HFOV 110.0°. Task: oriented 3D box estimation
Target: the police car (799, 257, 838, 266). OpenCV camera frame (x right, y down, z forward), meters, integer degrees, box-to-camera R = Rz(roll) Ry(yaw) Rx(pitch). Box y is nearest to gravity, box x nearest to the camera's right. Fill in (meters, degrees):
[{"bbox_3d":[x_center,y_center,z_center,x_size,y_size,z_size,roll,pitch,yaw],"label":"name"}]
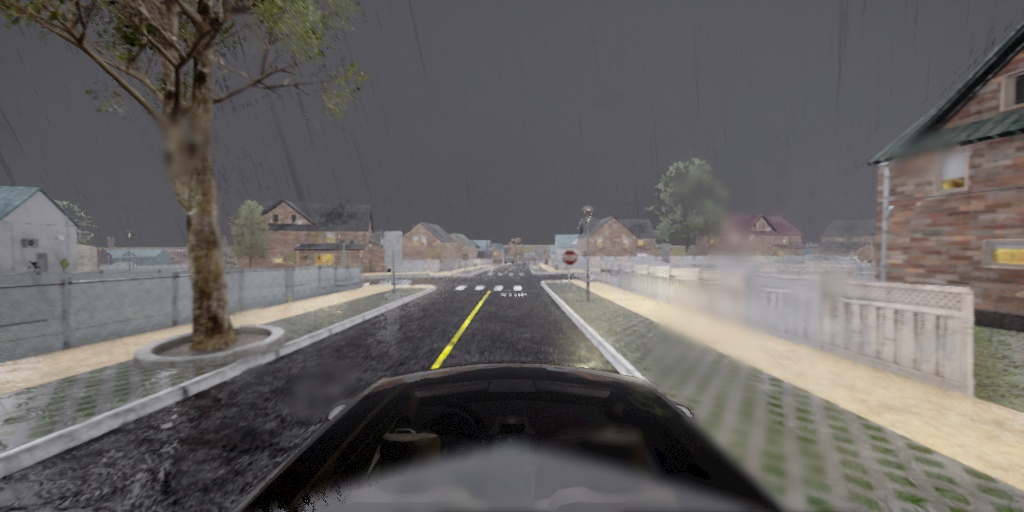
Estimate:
[{"bbox_3d":[37.683,0.957,44.168,4.974,1.542,2.038,0,2,-17],"label":"police car"}]
